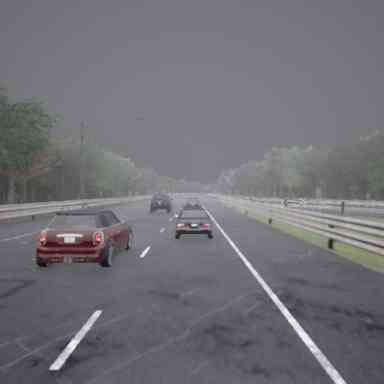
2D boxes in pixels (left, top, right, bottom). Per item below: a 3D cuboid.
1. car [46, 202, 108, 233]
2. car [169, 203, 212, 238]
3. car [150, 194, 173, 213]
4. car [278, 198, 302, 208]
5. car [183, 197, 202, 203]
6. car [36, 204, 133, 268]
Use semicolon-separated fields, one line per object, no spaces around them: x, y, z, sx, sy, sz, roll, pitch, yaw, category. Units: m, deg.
-6.904;1.485;20.609;2.128;1.511;4.902;1;0;0;car
0.092;1.560;17.724;2.033;1.411;5.357;0;0;0;car
-3.410;1.258;37.632;2.150;2.045;5.566;0;0;0;car
15.247;1.693;52.092;1.837;1.490;4.892;0;0;-16;car
0.086;1.393;37.772;2.097;1.767;4.553;0;0;0;car
-3.407;1.358;11.409;2.097;1.767;4.553;0;0;0;car
